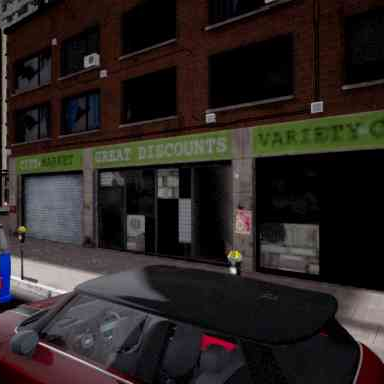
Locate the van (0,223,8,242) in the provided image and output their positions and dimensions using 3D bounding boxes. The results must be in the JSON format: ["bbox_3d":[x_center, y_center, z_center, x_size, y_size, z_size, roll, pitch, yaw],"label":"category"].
[{"bbox_3d":[-5.123,1.343,6.379,3.998,1.788,1.690,0,0,35],"label":"van"}]

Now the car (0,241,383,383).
[{"bbox_3d":[-0.490,1.440,3.075,4.097,1.590,1.967,0,0,35],"label":"car"}]
